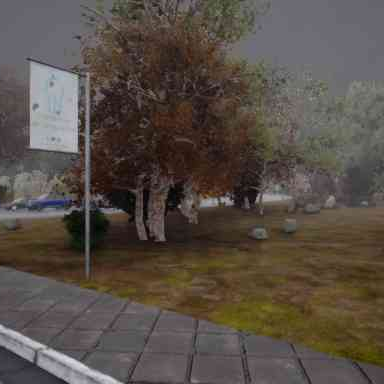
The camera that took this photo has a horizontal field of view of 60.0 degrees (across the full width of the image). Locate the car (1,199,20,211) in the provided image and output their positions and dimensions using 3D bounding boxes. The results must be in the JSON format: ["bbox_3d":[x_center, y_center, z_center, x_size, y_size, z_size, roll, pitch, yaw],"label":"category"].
[{"bbox_3d":[-20.830,1.498,41.122,1.837,1.490,4.892,0,0,38],"label":"car"}]

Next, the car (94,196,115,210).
[{"bbox_3d":[-9.661,1.518,43.633,2.033,1.411,5.357,0,0,38],"label":"car"}]

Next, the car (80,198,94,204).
[{"bbox_3d":[-14.844,1.319,48.739,2.097,1.767,4.553,0,0,38],"label":"car"}]

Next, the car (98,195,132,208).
[{"bbox_3d":[-11.033,1.312,47.945,2.097,1.767,4.553,0,0,37],"label":"car"}]

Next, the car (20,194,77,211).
[{"bbox_3d":[-17.130,1.212,40.145,2.150,2.045,5.566,0,0,39],"label":"car"}]
